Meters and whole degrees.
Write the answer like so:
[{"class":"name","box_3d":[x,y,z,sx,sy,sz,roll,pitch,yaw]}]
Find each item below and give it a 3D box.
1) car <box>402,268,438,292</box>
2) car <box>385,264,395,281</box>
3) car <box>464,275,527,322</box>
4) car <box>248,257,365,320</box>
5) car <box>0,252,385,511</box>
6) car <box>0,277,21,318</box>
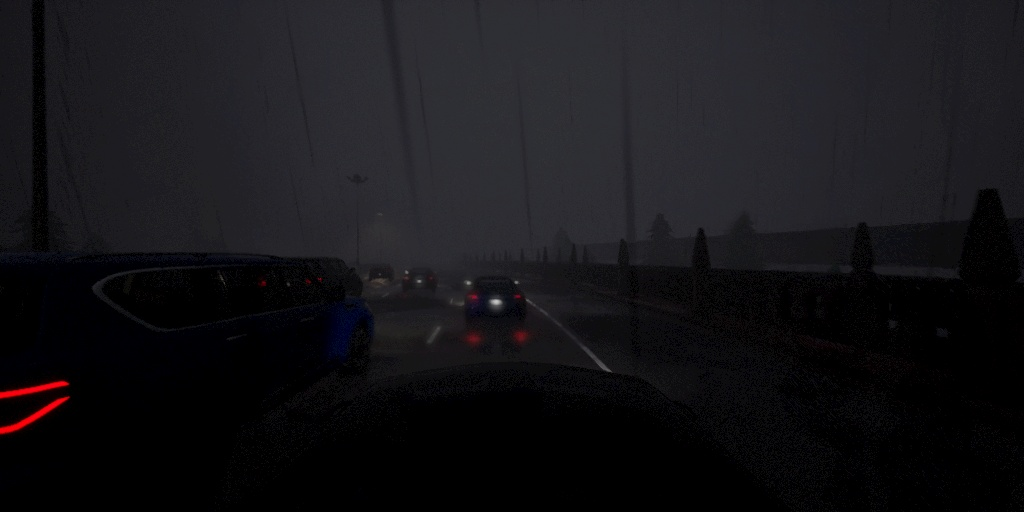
[{"class":"car","box_3d":[-5.703,1.429,22.522,1.994,1.385,4.181,0,0,-11]},{"class":"car","box_3d":[-11.790,1.421,32.602,1.882,1.535,5.008,0,0,-15]},{"class":"car","box_3d":[-0.652,1.365,12.646,1.994,1.385,4.181,0,0,-6]},{"class":"car","box_3d":[-7.849,1.056,14.521,2.150,2.045,5.566,0,0,-7]},{"class":"car","box_3d":[-3.567,0.992,4.300,2.150,2.045,5.566,0,0,-1]},{"class":"car","box_3d":[-18.177,1.414,10.522,1.994,1.385,4.181,0,0,-6]}]
